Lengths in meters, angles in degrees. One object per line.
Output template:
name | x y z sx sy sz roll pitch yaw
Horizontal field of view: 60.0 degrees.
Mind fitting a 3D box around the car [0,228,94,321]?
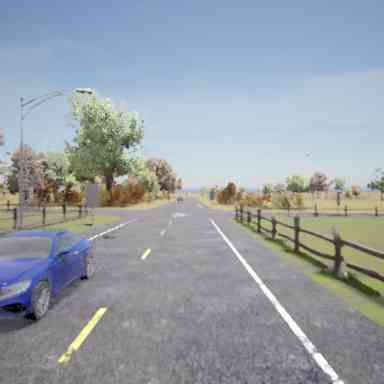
car | -3.601 1.602 7.570 1.812 1.442 4.674 0 -1 0
